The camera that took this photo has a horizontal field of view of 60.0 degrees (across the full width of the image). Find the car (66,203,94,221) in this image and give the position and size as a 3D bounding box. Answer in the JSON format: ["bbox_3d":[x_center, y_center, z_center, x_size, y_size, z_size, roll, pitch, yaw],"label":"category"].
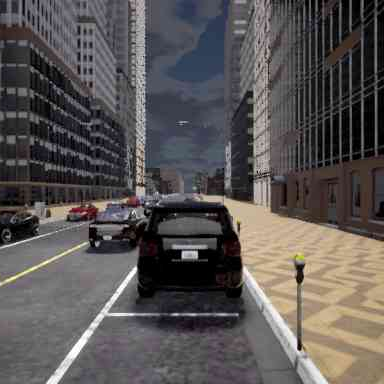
[{"bbox_3d":[-8.832,1.574,27.183,1.802,1.307,4.206,0,0,0],"label":"car"}]

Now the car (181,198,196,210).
[{"bbox_3d":[-0.452,1.548,44.248,1.947,1.339,4.313,0,0,0],"label":"car"}]

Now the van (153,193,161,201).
[{"bbox_3d":[-8.831,1.285,84.106,1.690,1.788,3.998,0,0,0],"label":"van"}]

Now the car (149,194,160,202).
[{"bbox_3d":[-8.832,1.390,78.413,1.967,1.590,4.097,0,0,0],"label":"car"}]

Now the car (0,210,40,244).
[{"bbox_3d":[-8.833,1.563,15.800,1.947,1.339,4.313,0,0,0],"label":"car"}]

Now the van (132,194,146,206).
[{"bbox_3d":[-8.831,1.314,55.646,1.690,1.788,3.998,0,0,0],"label":"van"}]

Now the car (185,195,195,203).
[{"bbox_3d":[-0.451,1.403,67.015,1.967,1.590,4.097,0,0,0],"label":"car"}]

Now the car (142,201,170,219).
[{"bbox_3d":[-3.145,1.564,29.812,1.994,1.385,4.181,0,0,0],"label":"car"}]

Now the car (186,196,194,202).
[{"bbox_3d":[-0.452,1.532,78.399,1.802,1.307,4.206,0,0,0],"label":"car"}]

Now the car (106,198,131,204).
[{"bbox_3d":[-8.833,1.536,38.569,2.008,1.369,4.403,0,0,0],"label":"car"}]

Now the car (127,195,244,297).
[{"bbox_3d":[-0.039,1.227,8.679,2.150,2.045,5.566,0,0,0],"label":"car"}]

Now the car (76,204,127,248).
[{"bbox_3d":[-3.145,1.493,14.812,2.128,1.511,4.902,0,0,0],"label":"car"}]

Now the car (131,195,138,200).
[{"bbox_3d":[-8.832,1.522,49.953,1.887,1.381,4.507,0,0,0],"label":"car"}]

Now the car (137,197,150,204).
[{"bbox_3d":[-8.832,1.550,61.338,1.802,1.307,4.206,0,0,0],"label":"car"}]

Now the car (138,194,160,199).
[{"bbox_3d":[-6.146,1.500,48.812,2.128,1.511,4.902,0,0,0],"label":"car"}]

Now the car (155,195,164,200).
[{"bbox_3d":[-8.832,1.503,89.799,1.947,1.339,4.313,0,0,0],"label":"car"}]
